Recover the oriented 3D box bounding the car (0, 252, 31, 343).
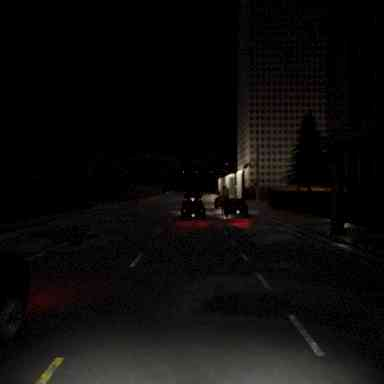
[{"bbox_3d":[-3.572,1.462,3.517,2.128,1.511,4.902,0,0,0],"label":"car"}]

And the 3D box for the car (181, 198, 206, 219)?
[{"bbox_3d":[0.097,1.386,26.291,1.895,1.301,4.718,0,0,0],"label":"car"}]

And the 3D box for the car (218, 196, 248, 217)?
[{"bbox_3d":[3.585,1.274,28.252,1.837,1.490,4.892,0,1,0],"label":"car"}]

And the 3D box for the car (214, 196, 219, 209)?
[{"bbox_3d":[3.633,1.203,39.513,1.812,1.442,4.674,0,0,2],"label":"car"}]

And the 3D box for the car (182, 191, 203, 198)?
[{"bbox_3d":[0.096,0.909,38.296,2.150,2.045,5.566,0,1,0],"label":"car"}]
